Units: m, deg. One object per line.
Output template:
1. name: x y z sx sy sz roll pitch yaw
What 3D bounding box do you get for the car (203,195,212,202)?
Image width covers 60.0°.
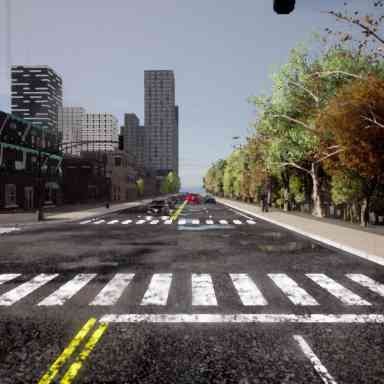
1. car: 3.402 1.471 73.082 1.837 1.490 4.892 0 0 0

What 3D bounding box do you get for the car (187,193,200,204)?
1. car: 0.228 1.198 62.214 2.150 2.045 5.566 0 0 1

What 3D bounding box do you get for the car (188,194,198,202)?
1. car: 0.164 1.325 72.781 2.097 1.767 4.553 0 0 0

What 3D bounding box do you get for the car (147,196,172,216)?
1. car: -3.282 1.494 33.066 1.837 1.490 4.892 0 0 0

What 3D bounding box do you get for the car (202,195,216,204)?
1. car: 3.482 1.540 63.126 1.994 1.385 4.181 0 0 0

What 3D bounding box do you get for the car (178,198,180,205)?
1. car: -3.197 1.485 58.797 1.837 1.490 4.892 0 0 0

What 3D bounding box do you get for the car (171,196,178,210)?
1. car: -3.260 1.549 43.470 1.994 1.385 4.181 0 0 0
